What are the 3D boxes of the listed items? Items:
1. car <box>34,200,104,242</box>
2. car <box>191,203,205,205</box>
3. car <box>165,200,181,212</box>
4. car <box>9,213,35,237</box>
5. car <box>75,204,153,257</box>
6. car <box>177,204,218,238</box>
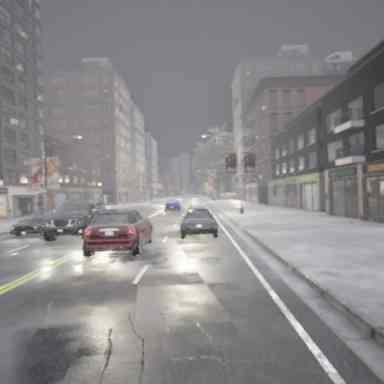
[{"bbox_3d":[-6.304,1.510,18.732,2.150,2.045,5.566,-2,0,1],"label":"car"},{"bbox_3d":[0.617,1.737,34.248,1.895,1.301,4.718,-2,0,1],"label":"car"},{"bbox_3d":[-2.455,1.757,43.840,1.882,1.535,5.008,-2,0,1],"label":"car"},{"bbox_3d":[-9.499,1.951,21.475,2.033,1.411,5.357,-2,0,1],"label":"car"},{"bbox_3d":[-2.929,1.510,14.035,2.097,1.767,4.553,-2,0,1],"label":"car"},{"bbox_3d":[0.385,1.635,18.381,1.994,1.385,4.181,-2,0,1],"label":"car"}]
